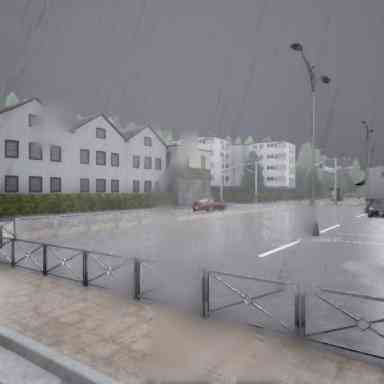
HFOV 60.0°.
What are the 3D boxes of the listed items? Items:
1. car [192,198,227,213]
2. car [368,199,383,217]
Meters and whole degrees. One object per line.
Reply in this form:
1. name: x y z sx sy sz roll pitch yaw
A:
1. car: 1.819 1.334 34.014 1.812 1.442 4.674 0 0 36
2. car: 15.454 1.298 26.789 2.007 1.523 4.514 0 0 35
